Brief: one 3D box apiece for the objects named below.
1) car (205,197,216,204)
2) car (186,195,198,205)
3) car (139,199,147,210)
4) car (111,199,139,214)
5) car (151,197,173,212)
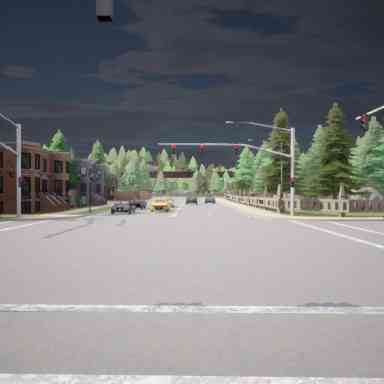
[{"bbox_3d":[3.545,1.564,65.183,1.994,1.385,4.181,0,0,0],"label":"car"},{"bbox_3d":[-0.052,1.352,60.203,2.097,1.767,4.553,0,0,0],"label":"car"},{"bbox_3d":[-7.124,1.601,43.587,1.895,1.301,4.718,0,0,0],"label":"car"},{"bbox_3d":[-7.127,1.564,34.835,1.994,1.385,4.181,0,0,0],"label":"car"},{"bbox_3d":[-3.627,1.478,38.810,1.882,1.535,5.008,0,0,0],"label":"car"}]
